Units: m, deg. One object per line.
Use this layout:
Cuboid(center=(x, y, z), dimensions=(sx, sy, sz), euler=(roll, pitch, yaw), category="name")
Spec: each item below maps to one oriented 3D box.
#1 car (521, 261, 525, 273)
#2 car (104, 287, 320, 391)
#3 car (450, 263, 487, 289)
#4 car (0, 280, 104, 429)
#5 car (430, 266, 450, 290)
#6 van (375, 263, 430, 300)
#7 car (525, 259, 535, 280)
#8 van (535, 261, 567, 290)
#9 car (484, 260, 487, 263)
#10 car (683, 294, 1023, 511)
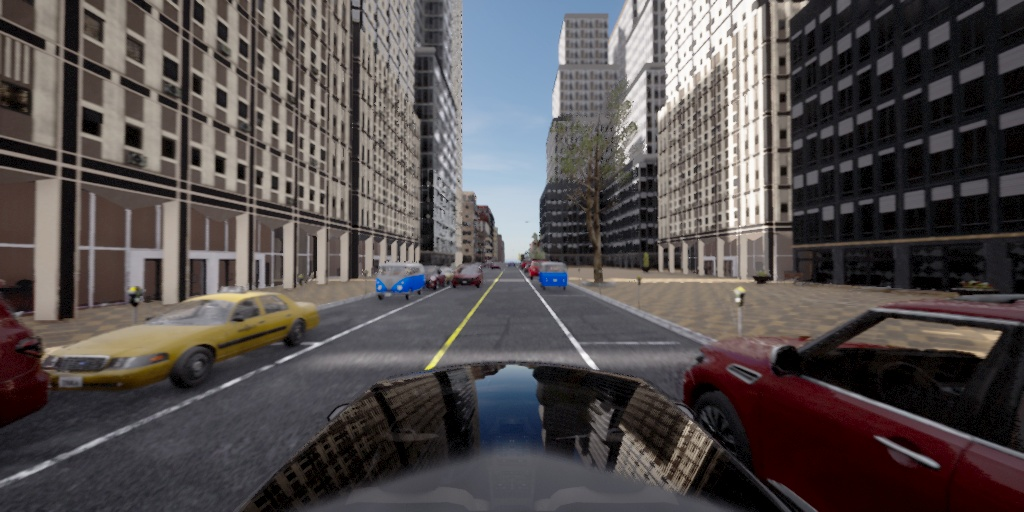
Cuboid(center=(2.671, 1.847, 52.679), dimensions=(1.802, 1.307, 4.207), euler=(0, 0, 0), category="car")
Cuboid(center=(-5.692, 1.329, 7.025), dimensions=(1.751, 1.417, 4.829), euler=(0, 0, 0), category="car")
Cuboid(center=(-3.099, 1.467, 25.968), dimensions=(1.882, 1.535, 5.008), euler=(0, -1, 0), category="car")
Cuboid(center=(-5.691, 1.063, 1.507), dimensions=(2.192, 1.841, 5.009), euler=(0, 0, 0), category="car")
Cuboid(center=(-5.692, 1.412, 24.261), dimensions=(1.967, 1.591, 4.097), euler=(0, 0, 0), category="car")
Cuboid(center=(-5.692, 1.257, 18.572), dimensions=(1.690, 1.789, 3.998), euler=(0, 0, 0), category="van")
Cuboid(center=(2.698, 1.402, 35.613), dimensions=(2.192, 1.841, 5.009), euler=(0, 0, 0), category="car")
Cuboid(center=(2.696, 1.312, 24.235), dimensions=(1.690, 1.789, 3.998), euler=(0, 0, 0), category="van")
Cuboid(center=(-5.693, 1.766, 58.393), dimensions=(1.967, 1.591, 4.097), euler=(0, 0, 0), category="car")
Cuboid(center=(2.694, 1.062, 1.481), dimensions=(2.192, 1.841, 5.009), euler=(0, 0, 0), category="car")
